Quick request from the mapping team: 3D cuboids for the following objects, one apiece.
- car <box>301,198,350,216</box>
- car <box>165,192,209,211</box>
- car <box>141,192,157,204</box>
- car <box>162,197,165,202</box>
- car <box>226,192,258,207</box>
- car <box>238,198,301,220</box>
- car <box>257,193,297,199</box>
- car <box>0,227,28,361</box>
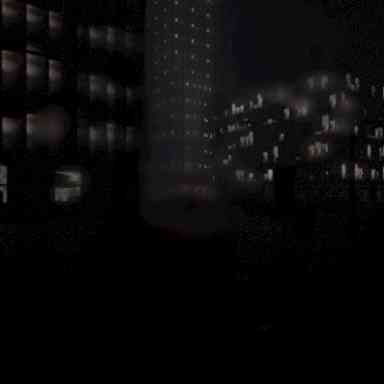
[{"bbox_3d":[12.382,1.222,30.039,1.967,1.590,4.097,1,0,-34],"label":"car"},{"bbox_3d":[-0.350,0.971,34.707,2.192,1.841,5.009,1,0,-34],"label":"car"},{"bbox_3d":[-6.858,0.823,48.640,2.097,1.767,4.553,0,1,-34],"label":"car"},{"bbox_3d":[-3.209,1.017,52.857,1.947,1.339,4.313,1,0,-34],"label":"car"},{"bbox_3d":[6.148,0.965,39.166,2.192,1.841,5.009,1,0,-34],"label":"car"},{"bbox_3d":[5.882,1.370,25.582,1.802,1.307,4.206,1,0,-34],"label":"car"},{"bbox_3d":[9.264,1.156,34.603,1.967,1.590,4.097,1,0,-34],"label":"car"},{"bbox_3d":[-4.268,1.316,3.054,5.009,1.841,2.192,0,0,-36],"label":"car"}]
